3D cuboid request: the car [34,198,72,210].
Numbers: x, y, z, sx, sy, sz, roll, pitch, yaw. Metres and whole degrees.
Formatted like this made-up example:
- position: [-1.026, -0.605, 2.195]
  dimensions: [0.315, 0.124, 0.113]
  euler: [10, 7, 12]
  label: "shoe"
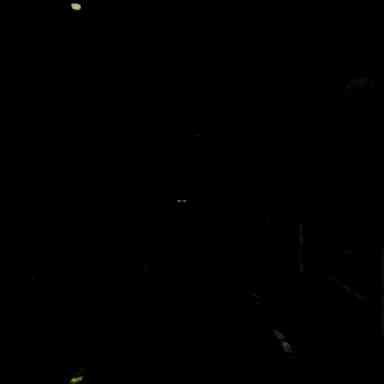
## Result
- position: [-18.680, 1.634, 44.887]
  dimensions: [4.892, 1.490, 1.837]
  euler: [2, 0, 0]
  label: "car"
